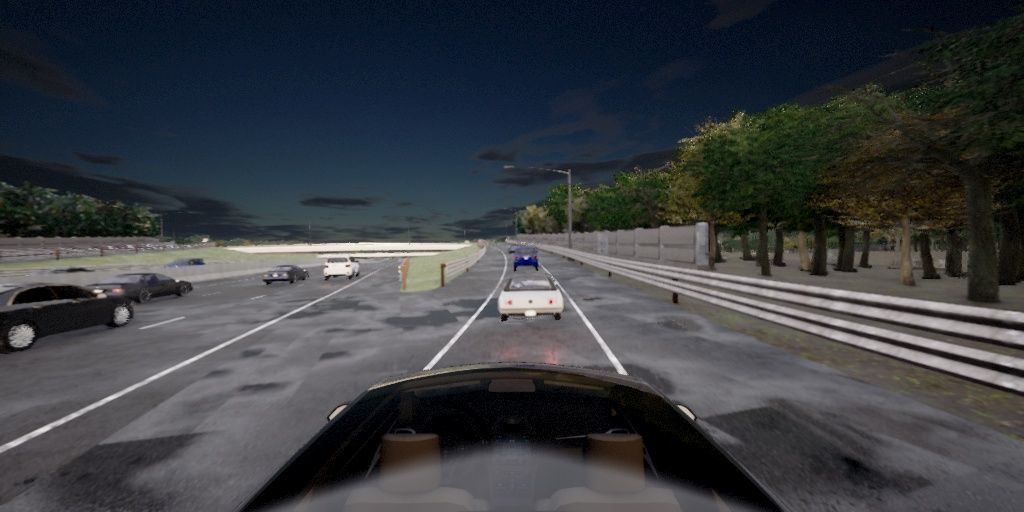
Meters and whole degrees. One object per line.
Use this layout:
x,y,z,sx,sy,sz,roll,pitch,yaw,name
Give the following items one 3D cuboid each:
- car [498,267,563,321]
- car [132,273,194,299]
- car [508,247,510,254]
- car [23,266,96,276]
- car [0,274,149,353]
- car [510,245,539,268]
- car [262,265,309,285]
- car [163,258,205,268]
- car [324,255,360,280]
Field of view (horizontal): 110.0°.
0.632,1.288,12.410,1.895,1.301,4.718,-1,1,3,car
-18.222,1.543,17.644,2.033,1.411,5.357,-1,1,-16,car
0.424,-1.027,58.074,1.994,1.385,4.181,-1,4,-3,car
-35.707,1.768,27.641,2.033,1.411,5.357,-1,1,-15,car
-12.263,1.438,9.154,1.837,1.490,4.892,-1,0,-15,car
1.191,0.126,32.488,2.150,2.045,5.566,-1,3,0,car
-17.372,1.404,27.732,2.033,1.411,5.357,-1,1,-15,car
-40.326,1.309,44.285,2.150,2.045,5.566,-1,1,-15,car
-14.968,0.978,31.757,2.150,2.045,5.566,-1,1,-16,car
